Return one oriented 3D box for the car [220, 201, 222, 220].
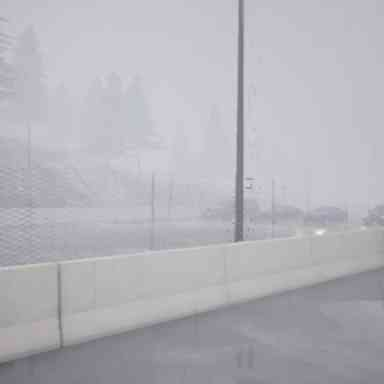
[{"bbox_3d":[3.669,1.547,29.142,5.566,2.045,2.150,1,0,-36],"label":"car"}]
